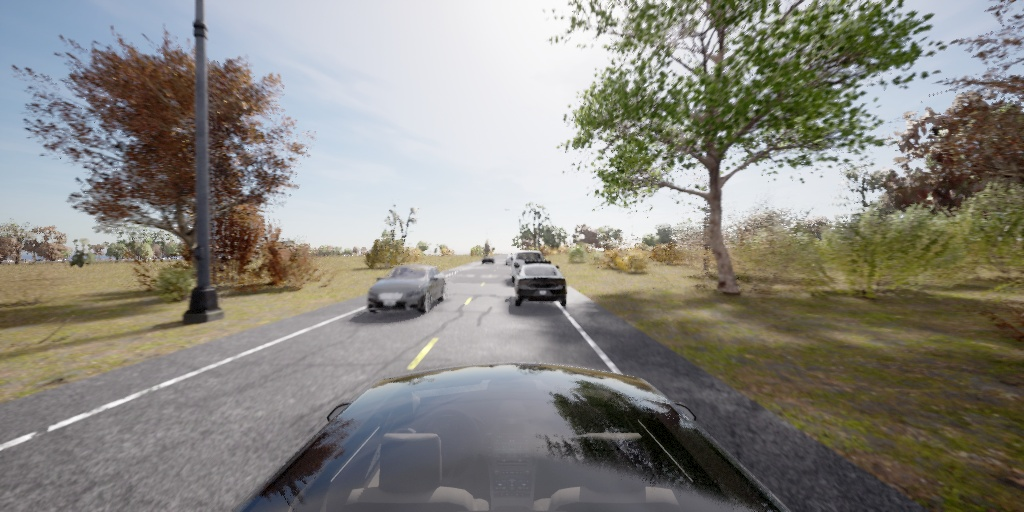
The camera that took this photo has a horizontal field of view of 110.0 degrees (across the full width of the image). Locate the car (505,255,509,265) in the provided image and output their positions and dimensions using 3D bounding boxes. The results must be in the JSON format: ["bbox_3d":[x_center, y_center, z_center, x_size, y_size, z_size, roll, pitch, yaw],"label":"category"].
[{"bbox_3d":[0.028,0.537,52.191,1.812,1.442,4.674,0,0,1],"label":"car"}]

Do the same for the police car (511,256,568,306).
[{"bbox_3d":[1.049,0.986,14.728,1.930,1.638,5.238,0,1,0],"label":"police car"}]

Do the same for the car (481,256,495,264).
[{"bbox_3d":[-3.553,0.579,54.350,1.895,1.301,4.718,0,1,1],"label":"car"}]

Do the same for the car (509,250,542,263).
[{"bbox_3d":[1.050,0.640,24.646,2.150,2.045,5.566,0,1,0],"label":"car"}]

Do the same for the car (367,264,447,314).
[{"bbox_3d":[-3.597,1.077,13.004,2.128,1.511,4.902,0,1,0],"label":"car"}]
